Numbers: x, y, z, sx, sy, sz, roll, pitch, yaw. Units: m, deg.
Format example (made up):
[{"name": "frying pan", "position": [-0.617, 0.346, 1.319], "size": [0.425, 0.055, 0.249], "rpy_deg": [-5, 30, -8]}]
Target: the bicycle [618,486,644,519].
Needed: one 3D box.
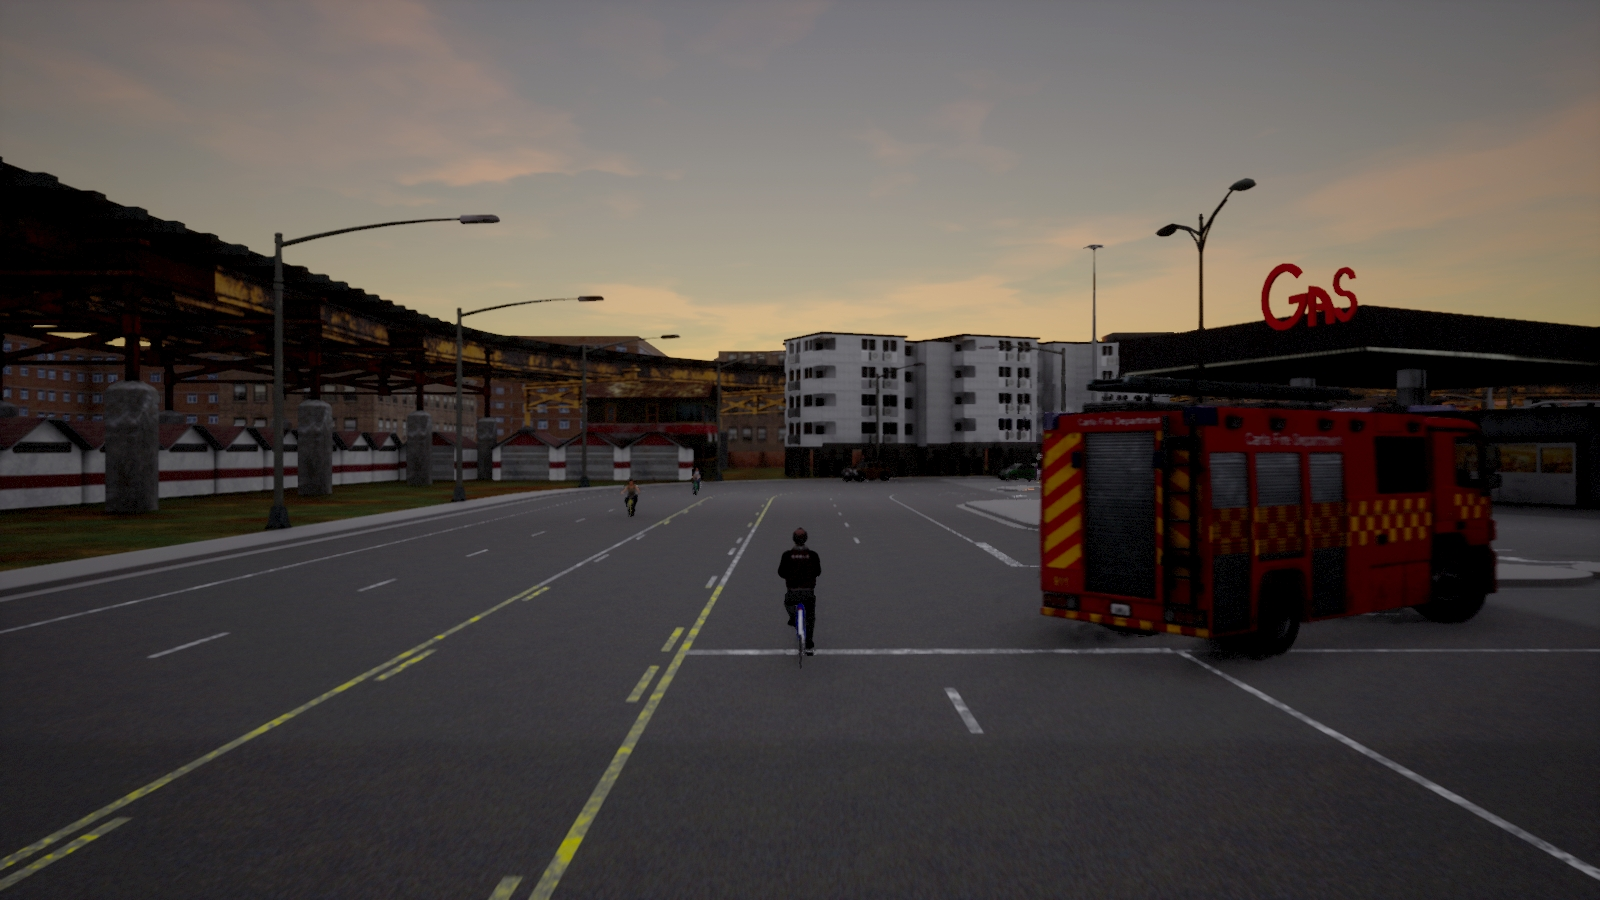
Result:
[{"name": "bicycle", "position": [-6.998, 2.146, 47.339], "size": [0.859, 1.301, 1.487], "rpy_deg": [0, 0, 0]}]

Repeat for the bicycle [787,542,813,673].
[{"name": "bicycle", "position": [-0.002, 2.048, 15.262], "size": [0.329, 1.496, 1.835], "rpy_deg": [0, 0, 0]}]

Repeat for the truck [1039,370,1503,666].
[{"name": "truck", "position": [7.859, 0.890, 18.424], "size": [8.468, 3.827, 2.891], "rpy_deg": [0, 0, -36]}]
